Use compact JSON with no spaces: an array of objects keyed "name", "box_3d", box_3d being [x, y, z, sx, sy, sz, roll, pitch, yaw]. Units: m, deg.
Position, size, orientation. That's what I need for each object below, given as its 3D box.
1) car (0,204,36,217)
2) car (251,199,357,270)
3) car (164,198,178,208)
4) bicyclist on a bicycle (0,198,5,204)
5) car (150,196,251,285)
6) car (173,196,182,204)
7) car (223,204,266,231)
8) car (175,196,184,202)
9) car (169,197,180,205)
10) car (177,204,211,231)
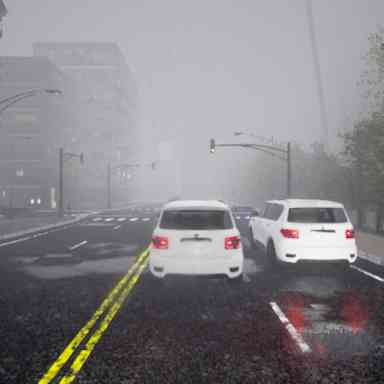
[{"name":"car","box_3d":[-19.026,1.909,34.837,4.718,1.301,1.895,-1,0,-3]},{"name":"car","box_3d":[3.366,1.246,11.215,2.150,2.045,5.566,0,0,0]},{"name":"car","box_3d":[-3.269,1.718,52.744,1.895,1.301,4.718,0,0,0]},{"name":"bicyclist on a bicycle","box_3d":[-24.819,1.671,43.487,0.582,1.620,1.656,-1,0,-1]},{"name":"car","box_3d":[0.112,1.242,9.649,2.150,2.045,5.566,0,0,0]},{"name":"car","box_3d":[-3.154,1.670,71.958,1.837,1.490,4.892,0,0,0]},{"name":"car","box_3d":[3.380,1.593,22.446,2.033,1.411,5.357,0,0,0]},{"name":"car","box_3d":[-3.140,1.739,82.283,2.033,1.411,5.357,0,0,0]},{"name":"car","box_3d":[-3.235,1.666,61.664,1.812,1.442,4.674,0,0,0]},{"name":"car","box_3d":[0.131,1.593,22.246,2.033,1.411,5.357,0,0,0]}]
